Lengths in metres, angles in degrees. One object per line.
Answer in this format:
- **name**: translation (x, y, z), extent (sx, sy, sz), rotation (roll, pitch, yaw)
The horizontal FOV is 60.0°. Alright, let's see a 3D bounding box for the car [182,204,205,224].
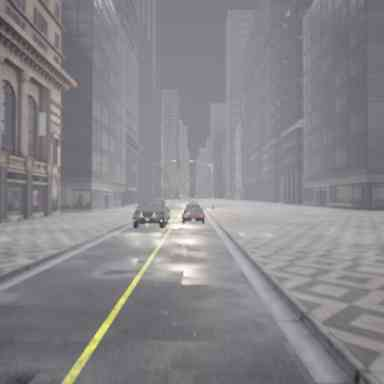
- **car**: translation (0.122, 1.944, 28.385), extent (1.895, 1.301, 4.718), rotation (0, -1, 0)

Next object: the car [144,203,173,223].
- **car**: translation (-2.942, 1.853, 30.237), extent (2.128, 1.511, 4.902), rotation (0, -1, 0)

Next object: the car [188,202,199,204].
- **car**: translation (0.151, 2.027, 43.575), extent (1.837, 1.490, 4.892), rotation (0, 0, 1)

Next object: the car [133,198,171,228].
- **car**: translation (-2.954, 1.504, 24.838), extent (2.150, 2.045, 5.566), rotation (0, -1, 0)
